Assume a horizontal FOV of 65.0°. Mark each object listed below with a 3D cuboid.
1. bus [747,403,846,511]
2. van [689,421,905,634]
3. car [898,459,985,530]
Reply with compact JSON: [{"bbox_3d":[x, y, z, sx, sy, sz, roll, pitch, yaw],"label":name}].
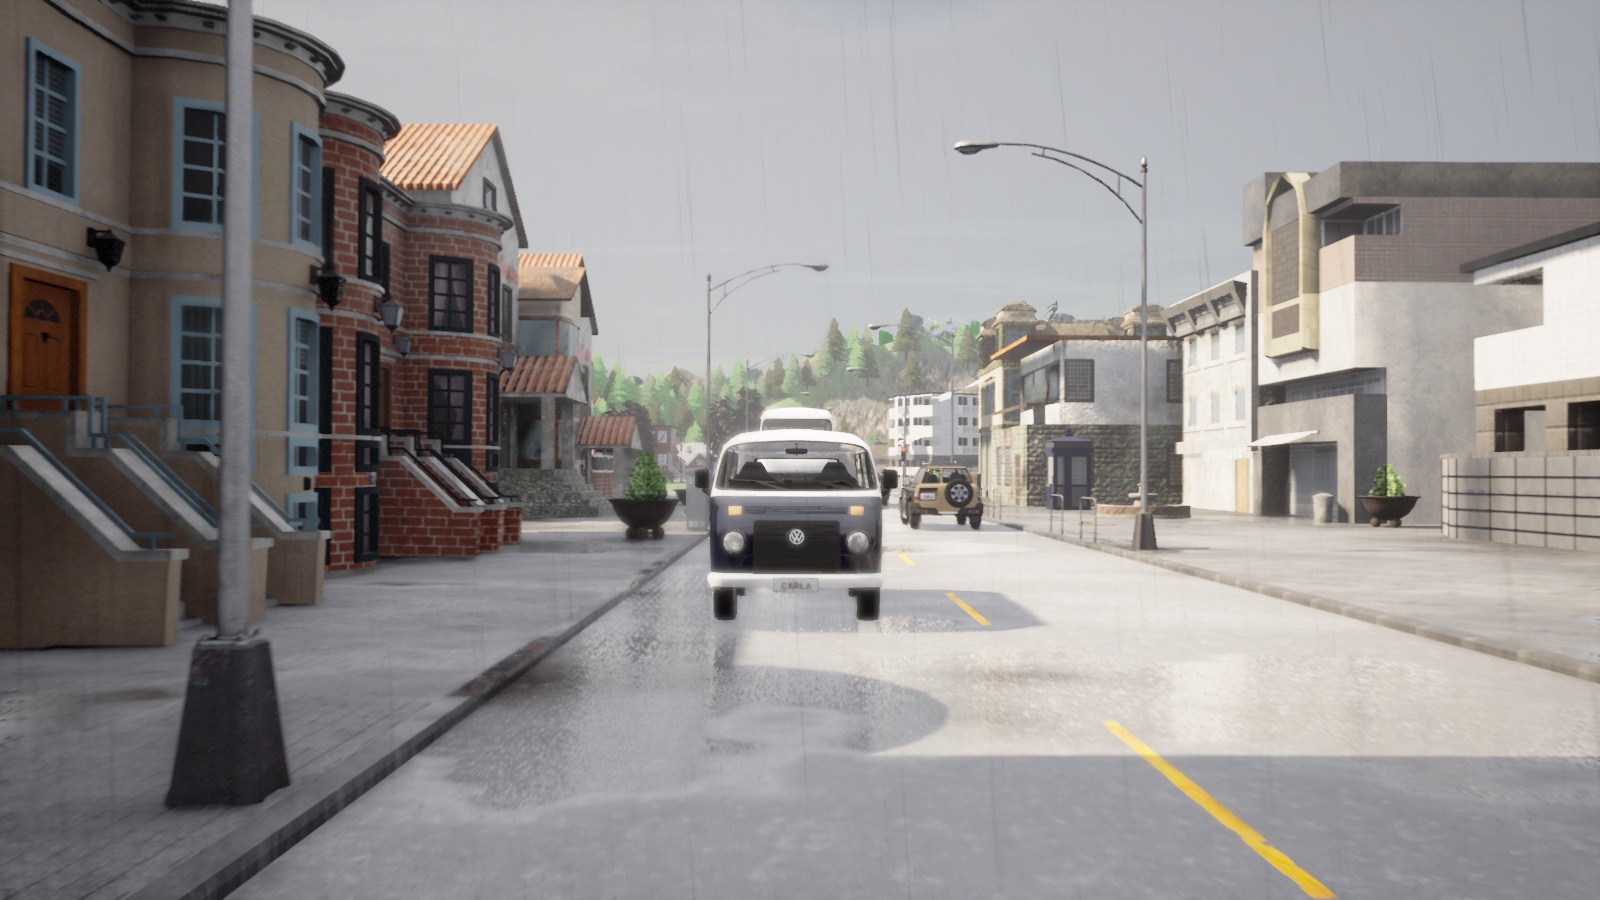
[{"bbox_3d":[-0.138,0.363,55.212,3.944,4.253,10.273,0,-1,0],"label":"bus"},{"bbox_3d":[-0.036,0.778,14.300,2.069,2.038,4.480,0,-1,0],"label":"van"},{"bbox_3d":[3.912,1.209,35.451,1.932,1.855,4.605,0,-1,0],"label":"car"}]
